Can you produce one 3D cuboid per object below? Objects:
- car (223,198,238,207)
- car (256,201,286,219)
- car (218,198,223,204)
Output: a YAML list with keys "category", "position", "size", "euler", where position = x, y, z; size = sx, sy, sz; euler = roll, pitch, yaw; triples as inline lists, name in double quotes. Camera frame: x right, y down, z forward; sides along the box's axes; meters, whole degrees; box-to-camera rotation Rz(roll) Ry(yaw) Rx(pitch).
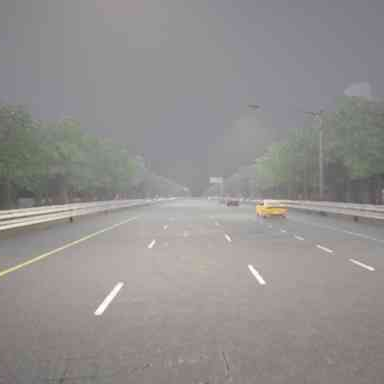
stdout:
- category: "car"
  position: [7.220, 1.850, 60.347]
  size: [1.882, 1.535, 5.008]
  euler: [0, -1, 0]
- category: "car"
  position: [7.061, 1.550, 30.170]
  size: [1.882, 1.535, 5.008]
  euler: [0, 0, 0]
- category: "car"
  position: [7.394, 2.199, 81.748]
  size: [2.033, 1.411, 5.357]
  euler: [0, -1, 1]
